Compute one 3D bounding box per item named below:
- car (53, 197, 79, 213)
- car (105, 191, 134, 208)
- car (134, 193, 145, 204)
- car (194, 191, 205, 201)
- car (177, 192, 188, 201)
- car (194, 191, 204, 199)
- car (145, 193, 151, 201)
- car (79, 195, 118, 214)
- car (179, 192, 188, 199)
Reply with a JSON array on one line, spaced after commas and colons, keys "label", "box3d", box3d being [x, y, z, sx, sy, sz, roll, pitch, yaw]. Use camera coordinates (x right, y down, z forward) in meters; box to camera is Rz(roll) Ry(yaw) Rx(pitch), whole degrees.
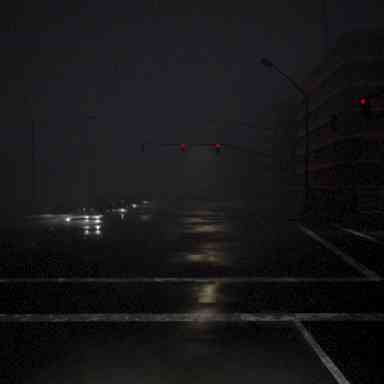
[{"label": "car", "box3d": [-13.003, 1.345, 35.359, 1.882, 1.535, 5.008, 0, 1, 1]}, {"label": "car", "box3d": [-9.397, 1.104, 43.333, 2.097, 1.767, 4.553, 0, 1, 1]}, {"label": "car", "box3d": [-9.274, 1.130, 52.978, 2.033, 1.411, 5.357, 0, 1, 1]}, {"label": "car", "box3d": [1.554, 0.890, 63.275, 2.128, 1.511, 4.902, 0, 1, 1]}, {"label": "car", "box3d": [-1.926, 0.914, 65.170, 2.033, 1.411, 5.357, 0, 1, 1]}, {"label": "car", "box3d": [1.613, 0.553, 75.829, 2.097, 1.767, 4.553, 0, 1, 1]}, {"label": "car", "box3d": [-9.086, 0.945, 63.513, 2.033, 1.411, 5.357, 0, 1, 1]}, {"label": "car", "box3d": [-9.515, 1.368, 34.292, 2.128, 1.511, 4.902, 0, 1, 1]}, {"label": "car", "box3d": [-1.887, 0.739, 75.821, 2.033, 1.411, 5.357, 0, 1, 1]}]
